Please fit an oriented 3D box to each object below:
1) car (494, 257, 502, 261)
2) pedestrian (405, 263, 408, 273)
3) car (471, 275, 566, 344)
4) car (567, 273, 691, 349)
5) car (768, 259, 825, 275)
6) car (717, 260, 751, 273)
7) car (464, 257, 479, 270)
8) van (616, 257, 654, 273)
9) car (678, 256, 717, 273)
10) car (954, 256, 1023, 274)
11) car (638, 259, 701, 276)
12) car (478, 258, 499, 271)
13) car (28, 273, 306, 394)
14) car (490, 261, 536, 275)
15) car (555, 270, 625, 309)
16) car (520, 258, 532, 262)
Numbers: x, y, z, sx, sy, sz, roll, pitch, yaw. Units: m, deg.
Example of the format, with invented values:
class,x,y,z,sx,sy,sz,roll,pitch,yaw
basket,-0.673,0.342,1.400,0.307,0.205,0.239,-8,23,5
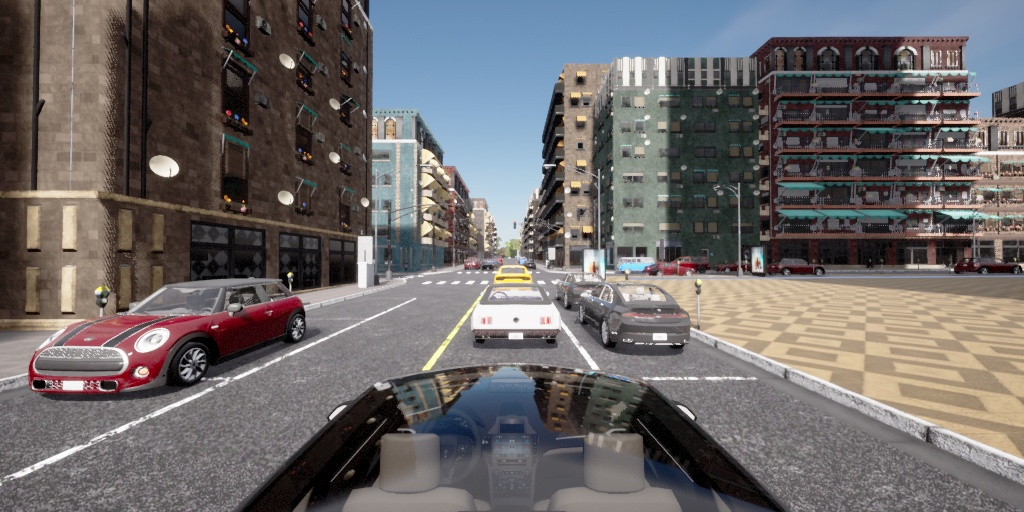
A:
class,x,y,z,sx,sy,sz,roll,pitch,yaw
car,-3.218,1.319,60.148,2.033,1.411,5.357,0,0,0
pedestrian,-12.623,1.097,42.694,0.375,1.860,0.375,0,0,0
car,0.081,1.353,9.585,1.895,1.301,4.718,0,0,0
car,2.804,1.303,9.002,2.007,1.370,4.403,0,0,0
car,24.696,0.936,31.170,4.097,1.591,1.967,0,0,0
car,24.739,1.165,39.550,4.507,1.381,1.888,0,0,0
car,-5.807,1.083,52.785,2.192,1.841,5.009,0,0,0
van,13.683,1.046,39.604,3.998,1.789,1.690,0,0,0
car,19.211,0.977,39.577,5.009,1.841,2.192,0,0,0
car,41.277,0.812,31.089,4.097,1.591,1.967,0,0,0
car,13.640,1.163,31.224,4.207,1.307,1.802,0,0,0
car,-3.228,1.368,50.455,1.895,1.301,4.718,0,0,1
car,-5.830,1.191,6.747,1.967,1.591,4.097,0,0,0
car,0.053,1.233,19.038,1.882,1.535,5.008,0,0,0
car,2.791,1.304,14.572,2.007,1.370,4.403,0,0,0
car,2.574,1.334,52.764,1.948,1.339,4.313,0,0,0
